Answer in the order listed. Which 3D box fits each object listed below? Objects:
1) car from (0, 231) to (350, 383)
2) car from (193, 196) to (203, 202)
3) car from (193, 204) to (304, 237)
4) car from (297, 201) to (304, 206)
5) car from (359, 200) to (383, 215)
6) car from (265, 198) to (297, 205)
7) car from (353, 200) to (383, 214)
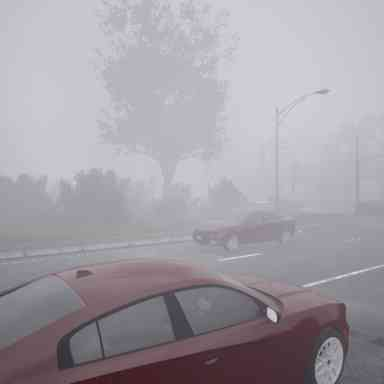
[{"bbox_3d":[-0.315,1.478,3.520,5.008,1.535,1.882,0,0,-35],"label":"car"},{"bbox_3d":[2.000,1.449,63.126,1.812,1.442,4.674,0,0,-34],"label":"car"},{"bbox_3d":[2.315,1.477,14.197,5.008,1.535,1.882,0,0,-35],"label":"car"},{"bbox_3d":[13.274,1.559,45.773,1.994,1.385,4.181,0,0,-32],"label":"car"},{"bbox_3d":[18.127,1.525,31.520,1.812,1.442,4.674,0,0,-32],"label":"car"},{"bbox_3d":[10.747,1.598,43.231,1.895,1.301,4.718,0,0,-32],"label":"car"},{"bbox_3d":[19.778,1.564,35.466,1.994,1.385,4.181,0,0,-32],"label":"car"}]
